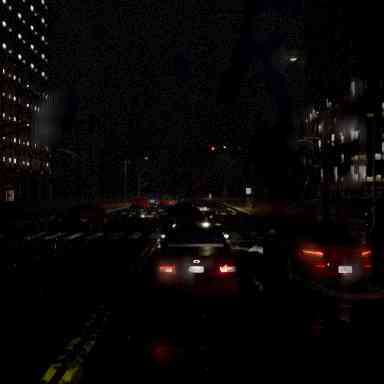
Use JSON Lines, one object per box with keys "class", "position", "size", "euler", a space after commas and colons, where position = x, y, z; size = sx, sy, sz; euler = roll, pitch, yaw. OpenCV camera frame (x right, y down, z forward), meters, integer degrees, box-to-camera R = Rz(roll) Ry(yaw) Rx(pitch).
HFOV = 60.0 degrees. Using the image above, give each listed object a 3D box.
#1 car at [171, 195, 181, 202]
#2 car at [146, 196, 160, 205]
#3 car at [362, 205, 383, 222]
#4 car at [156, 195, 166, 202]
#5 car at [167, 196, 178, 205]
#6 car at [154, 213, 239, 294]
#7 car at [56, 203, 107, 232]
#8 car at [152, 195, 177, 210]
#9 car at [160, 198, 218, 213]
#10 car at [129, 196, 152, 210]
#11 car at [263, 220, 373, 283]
{"class": "car", "position": [-3.689, 1.399, 76.125], "size": [2.128, 1.511, 4.902], "euler": [0, 0, -2]}
{"class": "car", "position": [-6.710, 1.458, 57.724], "size": [1.812, 1.442, 4.674], "euler": [0, 0, 0]}
{"class": "car", "position": [16.065, 1.617, 26.841], "size": [4.181, 1.385, 1.994], "euler": [0, 0, 1]}
{"class": "car", "position": [-6.846, 1.390, 73.418], "size": [1.837, 1.490, 4.892], "euler": [0, 0, -2]}
{"class": "car", "position": [-3.463, 1.432, 60.186], "size": [1.837, 1.490, 4.892], "euler": [0, 0, 0]}
{"class": "car", "position": [0.081, 1.544, 8.951], "size": [2.033, 1.411, 5.357], "euler": [0, 0, 0]}
{"class": "car", "position": [-6.639, 1.476, 20.489], "size": [1.882, 1.535, 5.008], "euler": [0, 0, 0]}
{"class": "car", "position": [-3.434, 1.316, 42.457], "size": [2.097, 1.767, 4.553], "euler": [0, 0, 0]}
{"class": "car", "position": [-0.136, 1.522, 27.896], "size": [2.033, 1.411, 5.357], "euler": [0, 0, -38]}
{"class": "car", "position": [-6.687, 1.441, 42.318], "size": [1.882, 1.535, 5.008], "euler": [0, 0, 0]}
{"class": "car", "position": [3.330, 1.522, 9.537], "size": [1.812, 1.442, 4.674], "euler": [0, 0, 0]}
